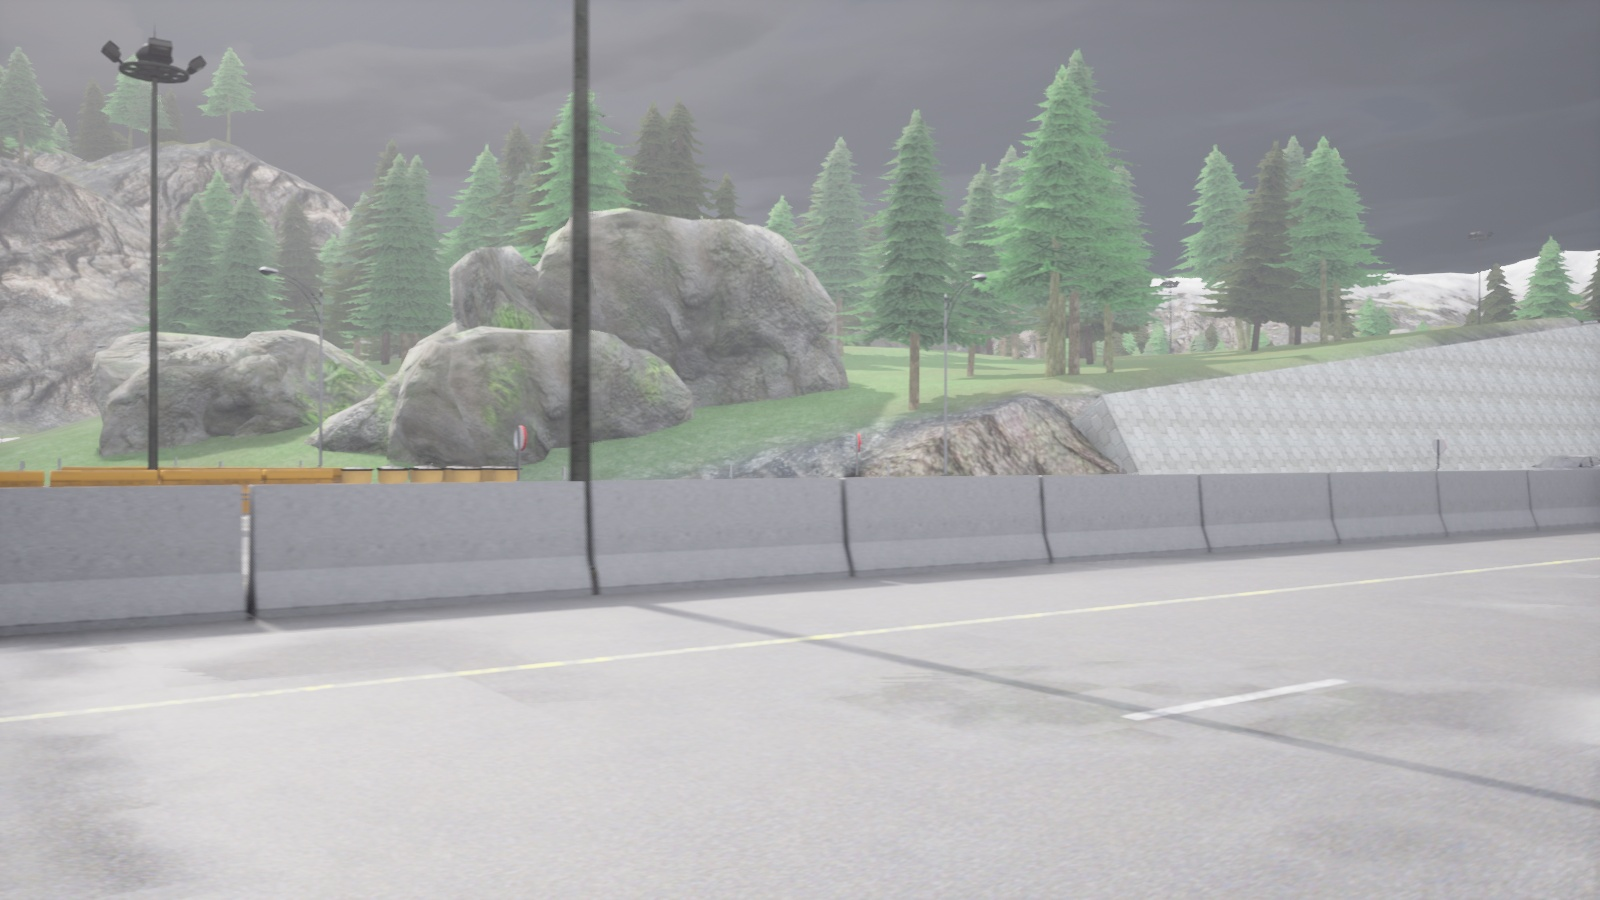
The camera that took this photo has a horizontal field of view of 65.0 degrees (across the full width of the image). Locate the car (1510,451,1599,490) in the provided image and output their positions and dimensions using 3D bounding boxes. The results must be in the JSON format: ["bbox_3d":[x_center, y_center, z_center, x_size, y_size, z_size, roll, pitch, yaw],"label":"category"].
[{"bbox_3d":[31.065,0.804,50.867,4.792,1.488,2.163,0,0,-35],"label":"car"}]
